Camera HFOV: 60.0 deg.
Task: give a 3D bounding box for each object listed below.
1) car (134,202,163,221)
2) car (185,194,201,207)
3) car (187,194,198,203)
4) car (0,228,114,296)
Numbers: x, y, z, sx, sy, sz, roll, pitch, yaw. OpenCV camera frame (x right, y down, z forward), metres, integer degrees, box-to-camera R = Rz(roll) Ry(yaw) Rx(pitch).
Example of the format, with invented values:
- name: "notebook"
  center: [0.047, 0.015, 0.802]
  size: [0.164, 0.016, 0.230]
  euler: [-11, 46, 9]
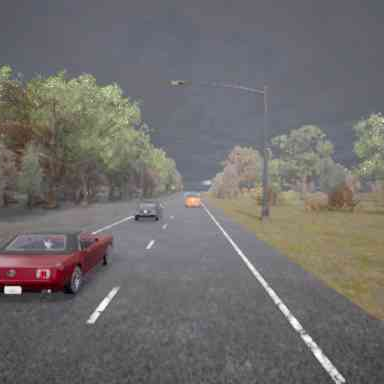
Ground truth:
- name: "car"
  center: [-3.390, 1.478, 26.706]
  size: [2.033, 1.411, 5.357]
  euler: [0, 0, 0]
- name: "car"
  center: [0.136, 1.228, 48.325]
  size: [2.097, 1.767, 4.553]
  euler: [0, 0, -1]
- name: "car"
  center: [0.030, 1.191, 64.093]
  size: [2.097, 1.767, 4.553]
  euler: [0, 0, 0]
- name: "car"
  center: [-3.399, 1.578, 8.558]
  size: [1.895, 1.301, 4.718]
  euler: [0, 0, 0]
